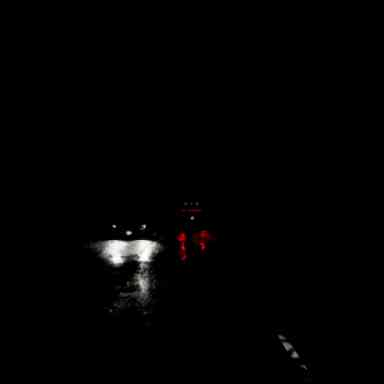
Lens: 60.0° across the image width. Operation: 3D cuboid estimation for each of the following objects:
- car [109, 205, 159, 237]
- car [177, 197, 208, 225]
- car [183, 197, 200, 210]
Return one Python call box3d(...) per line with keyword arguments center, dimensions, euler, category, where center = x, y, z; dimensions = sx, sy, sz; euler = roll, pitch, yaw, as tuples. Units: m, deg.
box3d(center=(-2.808, 1.413, 17.367), dimensions=(2.033, 1.411, 5.357), euler=(0, 0, 0), category="car")
box3d(center=(0.019, 1.302, 22.009), dimensions=(2.128, 1.511, 4.902), euler=(0, 1, 0), category="car")
box3d(center=(-0.054, 1.277, 38.913), dimensions=(1.895, 1.301, 4.718), euler=(0, 0, 0), category="car")
